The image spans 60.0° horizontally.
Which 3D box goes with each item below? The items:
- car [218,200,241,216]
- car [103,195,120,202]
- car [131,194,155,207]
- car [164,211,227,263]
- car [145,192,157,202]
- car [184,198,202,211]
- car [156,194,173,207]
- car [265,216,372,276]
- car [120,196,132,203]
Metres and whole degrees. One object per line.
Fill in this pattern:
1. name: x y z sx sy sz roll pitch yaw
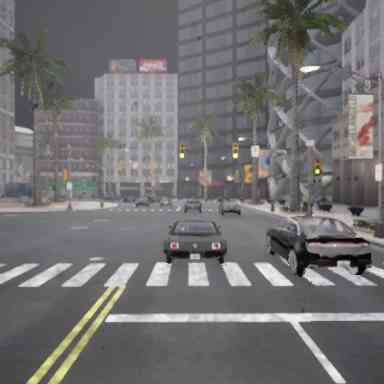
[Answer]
1. car: 3.606 1.509 32.644 2.033 1.411 5.357 0 0 0
2. car: -18.184 1.389 75.998 5.008 1.535 1.882 0 0 35
3. car: -7.314 1.489 50.169 2.033 1.411 5.357 0 0 0
4. car: 0.100 1.587 11.901 1.895 1.301 4.718 0 0 0
5. car: -7.651 1.137 64.507 2.150 2.045 5.566 0 1 -29
6. car: 0.107 1.447 37.933 2.128 1.511 4.902 0 0 0
7. car: -3.936 1.432 50.279 2.128 1.511 4.902 0 0 -5
8. car: 3.598 1.480 10.310 2.128 1.511 4.902 0 0 0
9. car: -11.887 1.488 64.558 1.994 1.385 4.181 0 0 -30
